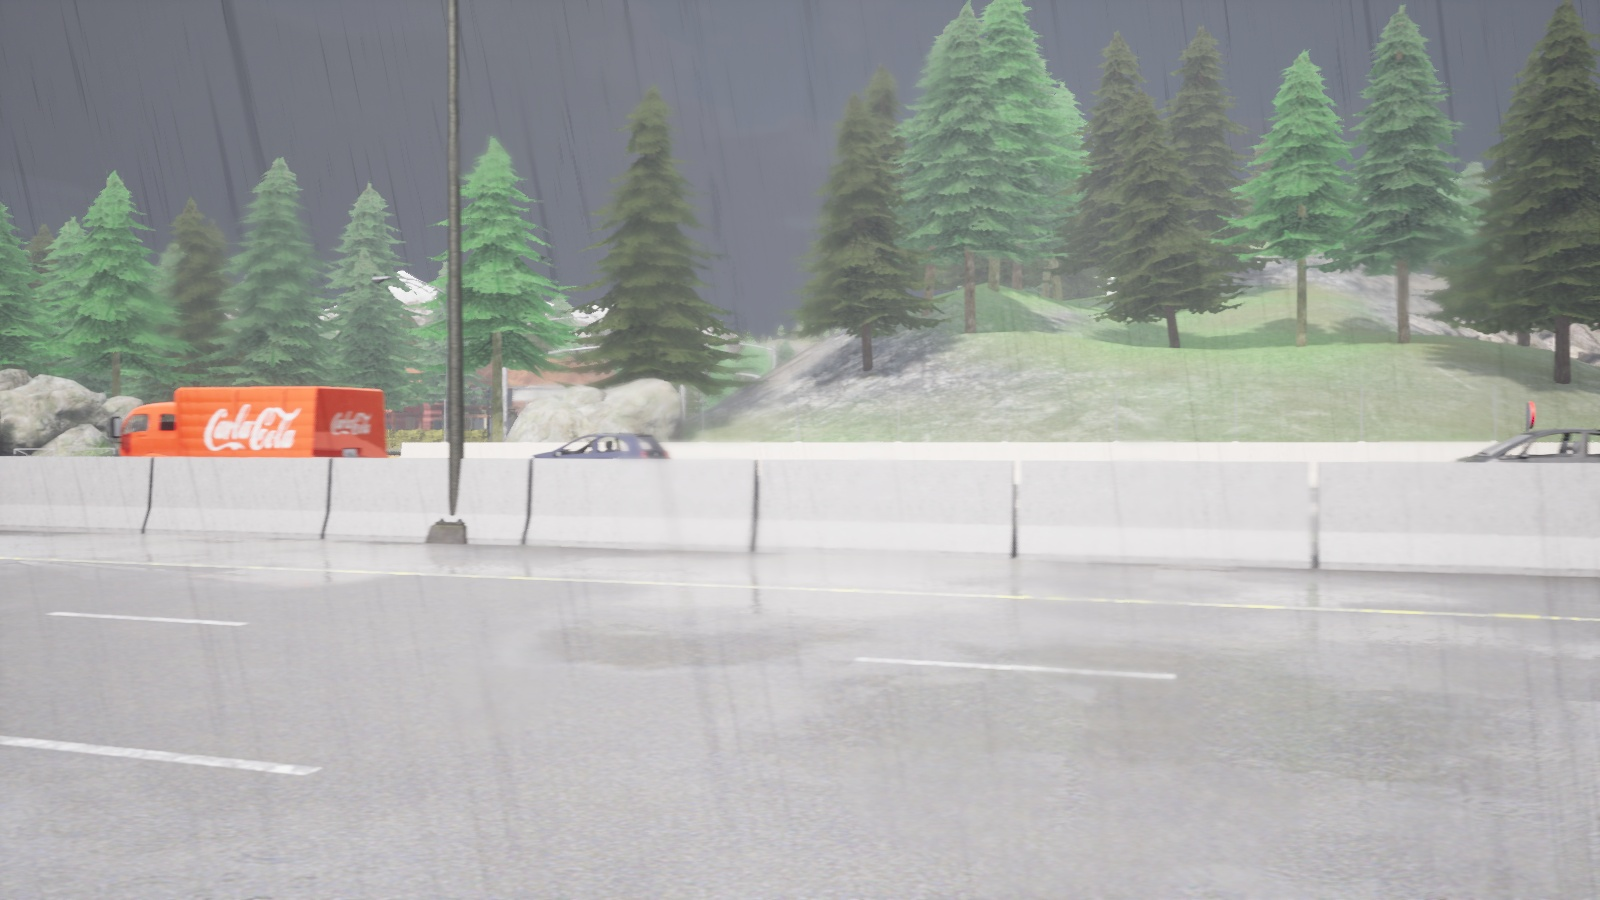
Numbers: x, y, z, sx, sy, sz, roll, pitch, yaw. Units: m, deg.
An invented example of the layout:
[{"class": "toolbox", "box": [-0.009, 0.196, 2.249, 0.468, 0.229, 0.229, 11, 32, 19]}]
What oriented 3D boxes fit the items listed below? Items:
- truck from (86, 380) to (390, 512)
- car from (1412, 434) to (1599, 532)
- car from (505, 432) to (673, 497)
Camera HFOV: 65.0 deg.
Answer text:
[{"class": "truck", "box": [-11.346, -0.110, 25.466, 5.204, 2.467, 2.627, 1, 1, 19]}, {"class": "car", "box": [12.488, 0.513, 21.147, 3.705, 1.549, 1.789, 1, 1, 19]}, {"class": "car", "box": [-5.156, 0.329, 30.767, 3.633, 1.501, 1.845, 1, 1, 19]}]
